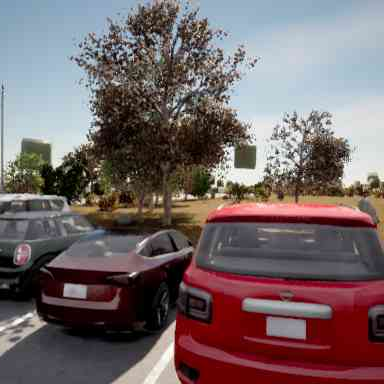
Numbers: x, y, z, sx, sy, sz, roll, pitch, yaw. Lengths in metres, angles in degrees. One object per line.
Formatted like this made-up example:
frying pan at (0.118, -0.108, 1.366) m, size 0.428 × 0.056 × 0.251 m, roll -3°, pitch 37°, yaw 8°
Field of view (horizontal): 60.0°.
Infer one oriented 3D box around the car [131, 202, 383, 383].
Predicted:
car at (1.419, 1.181, 5.136) m, size 2.435 × 2.045 × 5.566 m, roll 0°, pitch -1°, yaw 15°

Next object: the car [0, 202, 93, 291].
car at (-3.458, 1.273, 8.500) m, size 2.185 × 1.767 × 4.553 m, roll 1°, pitch 0°, yaw 15°

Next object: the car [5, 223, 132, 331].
car at (-1.013, 1.451, 6.851) m, size 2.163 × 1.488 × 4.792 m, roll 0°, pitch -1°, yaw 15°

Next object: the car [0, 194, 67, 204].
car at (-5.893, 1.116, 10.198) m, size 2.435 × 2.045 × 5.566 m, roll 1°, pitch 0°, yaw 15°
